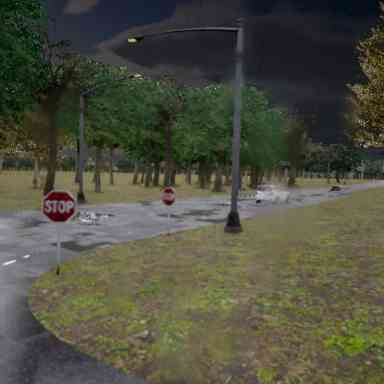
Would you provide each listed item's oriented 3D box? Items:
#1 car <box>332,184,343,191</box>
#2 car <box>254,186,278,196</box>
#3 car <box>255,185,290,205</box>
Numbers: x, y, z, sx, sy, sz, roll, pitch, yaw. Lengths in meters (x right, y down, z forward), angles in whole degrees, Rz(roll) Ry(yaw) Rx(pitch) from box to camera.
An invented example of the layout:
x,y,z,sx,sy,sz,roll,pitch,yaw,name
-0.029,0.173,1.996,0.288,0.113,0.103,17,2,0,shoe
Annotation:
x,y,z,sx,sy,sz,roll,pitch,yaw,name
32.111,-0.942,73.519,1.837,1.490,4.892,4,4,30,car
11.631,-0.155,52.180,1.895,1.301,4.718,4,4,35,car
8.818,0.258,36.161,2.150,2.045,5.566,4,4,35,car
